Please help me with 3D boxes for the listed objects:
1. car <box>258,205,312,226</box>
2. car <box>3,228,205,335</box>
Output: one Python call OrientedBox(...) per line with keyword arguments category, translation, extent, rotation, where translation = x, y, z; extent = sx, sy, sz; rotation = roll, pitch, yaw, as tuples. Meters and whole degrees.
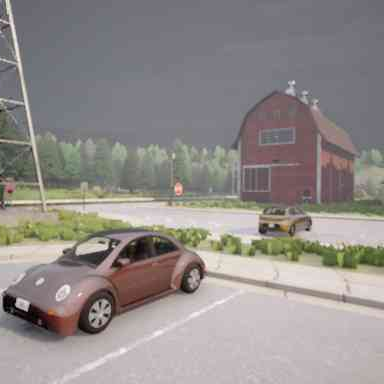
OrientedBox(category="car", translation=(5.040, 1.431, 17.785), extent=(1.816, 1.474, 4.193), rotation=(1, 1, 36))
OrientedBox(category="car", translation=(-1.435, 1.461, 6.604), extent=(1.784, 1.438, 3.905), rotation=(1, 1, 36))
